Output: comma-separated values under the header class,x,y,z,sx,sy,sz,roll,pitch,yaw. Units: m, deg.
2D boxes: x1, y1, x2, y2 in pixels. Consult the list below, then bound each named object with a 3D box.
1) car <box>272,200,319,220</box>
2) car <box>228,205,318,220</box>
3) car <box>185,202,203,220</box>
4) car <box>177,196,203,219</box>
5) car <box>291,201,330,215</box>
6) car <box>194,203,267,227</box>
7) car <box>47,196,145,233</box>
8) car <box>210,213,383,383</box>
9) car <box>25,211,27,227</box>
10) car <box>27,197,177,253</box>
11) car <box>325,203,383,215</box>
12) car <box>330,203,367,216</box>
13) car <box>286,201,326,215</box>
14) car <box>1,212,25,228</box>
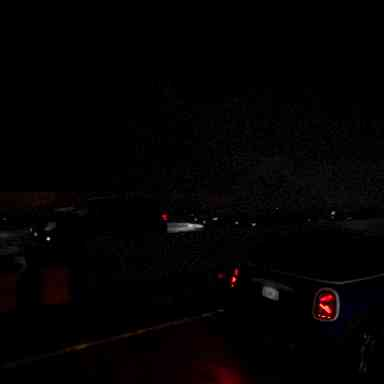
class,x,y,z,sx,sy,sz,roll,pitch,yaw
car,10.199,1.679,32.640,4.553,1.767,2.097,1,0,-35
car,5.078,1.738,20.388,5.357,1.411,2.033,1,0,-35
car,2.451,1.760,27.112,5.357,1.411,2.033,1,0,-35
car,-1.416,1.407,28.653,5.566,2.045,2.150,1,0,-35
car,14.340,1.911,40.176,4.902,1.511,2.128,1,-1,-38
car,2.713,1.712,23.000,4.674,1.442,1.812,1,0,-35
car,-5.996,1.310,21.150,5.566,2.045,2.150,1,0,-35
car,2.793,1.417,5.739,4.553,1.767,2.097,1,-1,-35
car,-5.599,1.556,17.161,4.902,1.511,2.128,1,0,-35
car,-3.683,1.284,14.251,5.566,2.045,2.150,1,0,-36
car,13.125,1.857,26.129,5.357,1.411,2.033,1,0,-35
car,18.407,1.999,39.053,5.357,1.411,2.033,1,-1,-42
car,10.206,1.801,28.344,4.892,1.490,1.837,1,0,-35
car,-9.914,1.609,22.675,5.357,1.411,2.033,1,0,-35
